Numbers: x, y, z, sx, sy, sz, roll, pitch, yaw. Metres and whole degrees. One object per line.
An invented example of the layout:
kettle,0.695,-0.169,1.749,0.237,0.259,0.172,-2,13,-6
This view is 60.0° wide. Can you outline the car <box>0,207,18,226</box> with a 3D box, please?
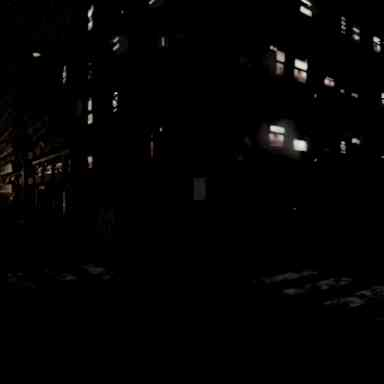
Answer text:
car,-14.986,1.850,26.063,1.967,1.590,4.097,-1,0,-36
